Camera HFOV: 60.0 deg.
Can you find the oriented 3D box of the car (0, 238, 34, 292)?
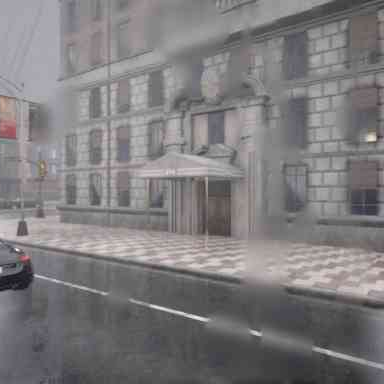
[{"bbox_3d":[-5.605,1.564,7.842,4.181,1.385,1.994,0,0,35],"label":"car"}]

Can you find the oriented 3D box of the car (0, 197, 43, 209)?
[{"bbox_3d":[-22.128,1.478,43.622,1.882,1.535,5.008,0,0,35],"label":"car"}]
